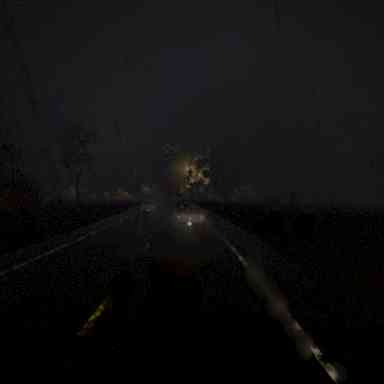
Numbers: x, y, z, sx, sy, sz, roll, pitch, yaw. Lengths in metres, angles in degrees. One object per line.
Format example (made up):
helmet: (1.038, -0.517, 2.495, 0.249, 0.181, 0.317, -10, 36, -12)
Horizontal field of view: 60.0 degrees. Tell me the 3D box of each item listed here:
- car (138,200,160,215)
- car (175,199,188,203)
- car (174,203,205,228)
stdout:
car: (-4.456, 1.577, 35.159, 1.812, 1.442, 4.674, 0, 0, -3)
car: (-1.493, 1.639, 46.256, 1.895, 1.301, 4.718, 0, 0, -4)
car: (-0.226, 1.624, 22.425, 1.895, 1.301, 4.718, 0, 0, -2)
